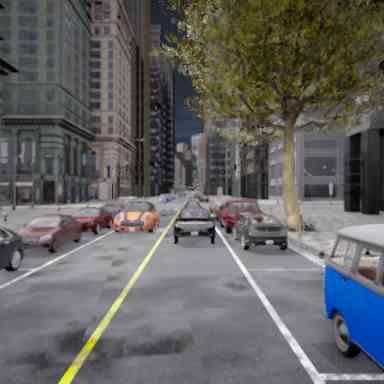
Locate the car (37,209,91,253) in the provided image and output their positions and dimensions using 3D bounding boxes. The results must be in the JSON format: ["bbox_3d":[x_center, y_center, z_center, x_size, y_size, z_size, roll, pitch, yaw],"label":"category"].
[{"bbox_3d":[-5.764,1.578,13.553,1.802,1.307,4.206,0,0,0],"label":"car"}]

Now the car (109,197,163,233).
[{"bbox_3d":[-3.097,1.348,19.404,2.097,1.767,4.553,0,0,0],"label":"car"}]

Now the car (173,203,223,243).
[{"bbox_3d":[0.101,1.486,15.966,2.128,1.511,4.902,0,0,0],"label":"car"}]

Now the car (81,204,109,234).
[{"bbox_3d":[-5.765,1.540,18.967,1.887,1.381,4.507,0,0,0],"label":"car"}]

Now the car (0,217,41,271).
[{"bbox_3d":[-5.764,1.548,8.140,2.008,1.369,4.403,0,0,0],"label":"car"}]

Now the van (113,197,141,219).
[{"bbox_3d":[-5.766,1.337,29.793,1.690,1.788,3.998,0,0,0],"label":"van"}]

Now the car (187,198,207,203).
[{"bbox_3d":[0.099,1.561,31.601,1.994,1.385,4.181,0,0,0],"label":"car"}]

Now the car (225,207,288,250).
[{"bbox_3d":[2.761,1.547,14.033,2.008,1.369,4.403,0,0,0],"label":"car"}]

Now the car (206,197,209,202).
[{"bbox_3d":[2.765,1.524,35.361,1.752,1.417,4.829,0,0,0],"label":"car"}]

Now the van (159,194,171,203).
[{"bbox_3d":[-5.783,1.355,67.777,1.690,1.788,3.998,0,0,0],"label":"van"}]

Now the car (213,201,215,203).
[{"bbox_3d":[2.760,1.541,24.611,1.887,1.381,4.507,0,0,0],"label":"car"}]

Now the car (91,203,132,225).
[{"bbox_3d":[-5.765,1.561,24.380,1.947,1.339,4.313,0,0,0],"label":"car"}]

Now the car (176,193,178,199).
[{"bbox_3d":[-5.779,1.624,95.402,1.802,1.307,4.206,0,0,0],"label":"car"}]

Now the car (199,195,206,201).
[{"bbox_3d":[2.768,1.563,90.031,1.752,1.417,4.829,0,0,0],"label":"car"}]

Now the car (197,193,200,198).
[{"bbox_3d":[2.772,1.570,78.810,1.887,1.381,4.507,0,0,0],"label":"car"}]

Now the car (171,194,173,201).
[{"bbox_3d":[-5.782,1.564,73.302,1.887,1.381,4.507,0,0,0],"label":"car"}]

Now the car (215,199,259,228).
[{"bbox_3d":[2.760,1.311,19.322,2.192,1.841,5.009,0,0,0],"label":"car"}]

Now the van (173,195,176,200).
[{"bbox_3d":[-5.781,1.371,84.352,1.690,1.788,3.998,0,0,0],"label":"van"}]

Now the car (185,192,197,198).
[{"bbox_3d":[-0.004,1.373,86.749,2.128,1.511,4.902,0,0,0],"label":"car"}]

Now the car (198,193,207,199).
[{"bbox_3d":[2.773,1.564,73.285,1.887,1.381,4.507,0,0,0],"label":"car"}]

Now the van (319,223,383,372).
[{"bbox_3d":[2.761,1.340,3.455,1.690,1.788,3.998,0,0,0],"label":"van"}]
